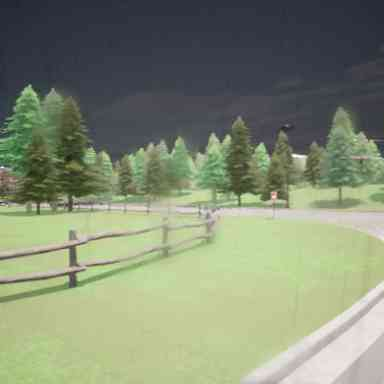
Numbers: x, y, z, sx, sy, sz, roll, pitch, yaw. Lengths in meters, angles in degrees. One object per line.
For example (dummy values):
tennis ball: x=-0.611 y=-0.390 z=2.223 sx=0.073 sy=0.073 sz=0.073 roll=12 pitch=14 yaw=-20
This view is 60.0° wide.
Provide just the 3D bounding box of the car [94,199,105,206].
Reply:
car: x=-21.821 y=2.340 z=75.780 sx=5.357 sy=1.411 sz=2.033 roll=-1 pitch=-1 yaw=43

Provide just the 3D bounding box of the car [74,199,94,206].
car: x=-24.204 y=2.394 z=73.216 sx=4.718 sy=1.301 sz=1.895 roll=-1 pitch=-1 yaw=43

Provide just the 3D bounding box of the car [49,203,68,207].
car: x=-26.377 y=2.355 z=65.748 sx=4.718 sy=1.301 sz=1.895 roll=-1 pitch=-1 yaw=43
